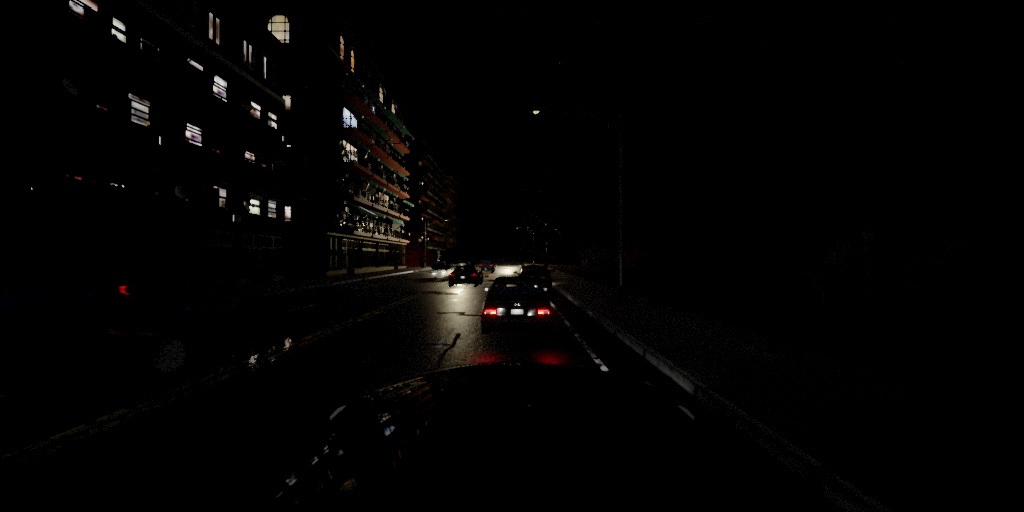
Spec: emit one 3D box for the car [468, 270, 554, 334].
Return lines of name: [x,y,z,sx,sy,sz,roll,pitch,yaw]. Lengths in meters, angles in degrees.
car: [0.118,1.299,10.561,2.033,1.411,5.357,0,0,0]

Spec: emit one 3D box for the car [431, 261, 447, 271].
car: [-9.757,1.315,49.271,1.994,1.385,4.181,0,0,0]

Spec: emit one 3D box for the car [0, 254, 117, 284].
car: [-9.845,0.972,5.870,2.150,2.045,5.566,0,0,0]

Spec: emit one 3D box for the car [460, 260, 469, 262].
car: [-6.513,1.299,47.947,2.033,1.411,5.357,0,0,0]

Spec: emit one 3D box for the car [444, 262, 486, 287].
car: [-3.107,1.316,24.642,1.994,1.385,4.181,0,0,0]

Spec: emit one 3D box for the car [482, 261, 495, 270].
car: [-3.071,1.277,44.017,1.812,1.442,4.674,0,0,0]

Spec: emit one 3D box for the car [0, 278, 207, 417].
car: [-6.595,1.228,4.510,1.882,1.535,5.008,0,0,0]

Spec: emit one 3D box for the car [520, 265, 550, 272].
car: [1.171,1.257,20.250,1.837,1.490,4.892,0,0,0]
